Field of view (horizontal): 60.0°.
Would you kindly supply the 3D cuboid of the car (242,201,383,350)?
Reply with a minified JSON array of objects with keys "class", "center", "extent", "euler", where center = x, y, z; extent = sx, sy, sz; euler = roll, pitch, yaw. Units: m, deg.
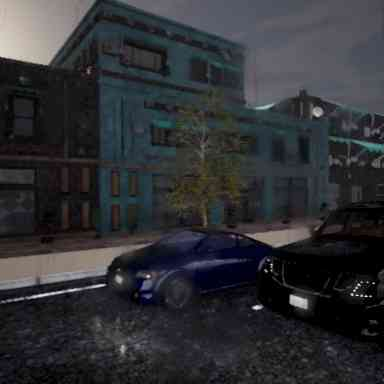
[{"class":"car","center":[3.780,1.224,6.384],"extent":[5.566,2.045,2.150],"euler":[0,0,-36]}]

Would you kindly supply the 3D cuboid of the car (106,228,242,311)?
[{"class":"car","center":[0.174,1.565,7.802],"extent":[4.181,1.385,1.994],"euler":[0,0,-35]}]
